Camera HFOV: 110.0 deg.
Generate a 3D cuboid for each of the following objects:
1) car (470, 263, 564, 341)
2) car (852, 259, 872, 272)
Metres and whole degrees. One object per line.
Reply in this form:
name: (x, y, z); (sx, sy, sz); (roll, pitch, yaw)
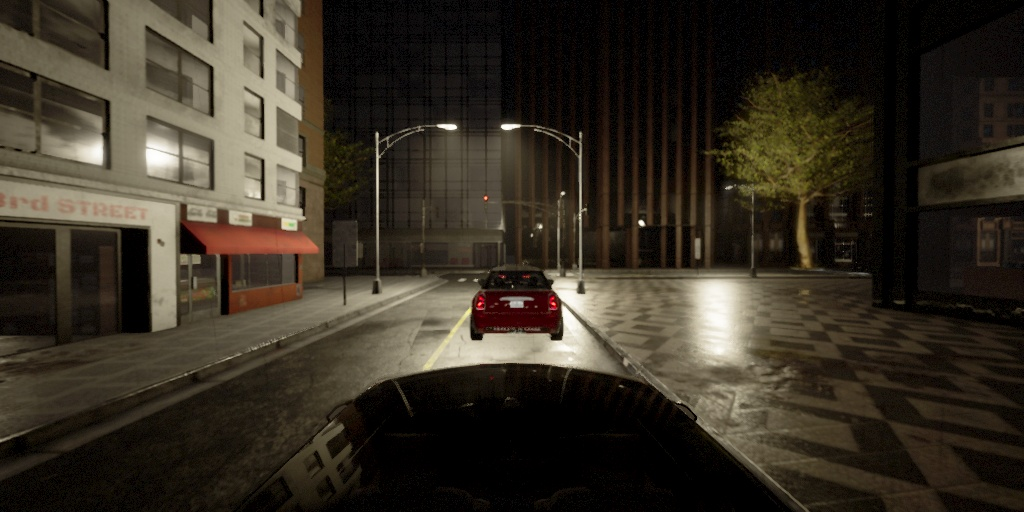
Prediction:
car: (0.108, 1.036, 9.810); (2.097, 1.767, 4.553); (0, 0, 0)
car: (35.519, 0.931, 34.620); (4.181, 1.385, 1.994); (0, 1, 0)
